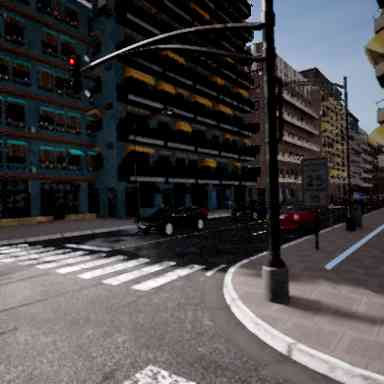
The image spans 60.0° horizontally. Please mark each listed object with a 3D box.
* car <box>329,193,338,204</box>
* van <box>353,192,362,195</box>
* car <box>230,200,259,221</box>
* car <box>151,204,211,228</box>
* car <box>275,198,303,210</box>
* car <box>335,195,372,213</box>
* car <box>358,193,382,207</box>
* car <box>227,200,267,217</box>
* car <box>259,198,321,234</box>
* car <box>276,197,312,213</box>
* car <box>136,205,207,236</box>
[{"bbox_3d":[22.021,1.087,54.985,2.192,1.841,5.009,-2,-1,36],"label":"car"},{"bbox_3d":[38.695,0.906,77.878,1.690,1.788,3.998,-2,-1,36],"label":"van"},{"bbox_3d":[4.886,1.454,27.061,1.837,1.490,4.892,-2,-1,36],"label":"car"},{"bbox_3d":[-0.668,1.622,23.975,1.887,1.381,4.507,-2,0,36],"label":"car"},{"bbox_3d":[12.023,1.470,41.246,1.947,1.339,4.313,-2,0,36],"label":"car"},{"bbox_3d":[15.458,1.259,31.735,1.947,1.339,4.313,-2,-1,36],"label":"car"},{"bbox_3d":[22.127,1.149,40.893,1.887,1.381,4.507,-2,-1,36],"label":"car"},{"bbox_3d":[5.353,1.545,32.088,2.008,1.369,4.403,-2,0,36],"label":"car"},{"bbox_3d":[5.543,1.266,17.937,1.967,1.590,4.097,-2,0,36],"label":"car"},{"bbox_3d":[10.898,1.360,35.299,2.128,1.511,4.902,-2,-1,36],"label":"car"},{"bbox_3d":[-1.057,1.536,18.904,1.837,1.490,4.892,-2,-1,36],"label":"car"}]
